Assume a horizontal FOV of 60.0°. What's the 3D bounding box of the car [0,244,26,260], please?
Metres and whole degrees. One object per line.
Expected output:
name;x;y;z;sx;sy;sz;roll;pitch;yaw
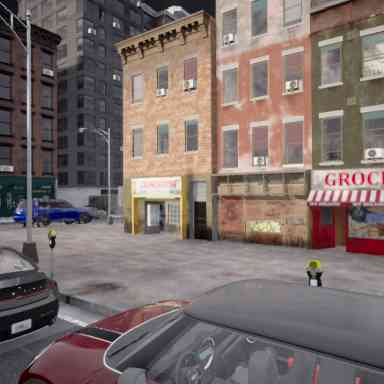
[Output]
car;-4.044;1.552;5.695;4.403;1.369;2.008;0;0;35

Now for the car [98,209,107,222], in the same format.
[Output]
car;-9.839;2.055;30.384;1.994;1.385;4.181;-1;-2;36

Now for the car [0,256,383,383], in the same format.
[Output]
car;0.440;1.440;2.504;4.097;1.590;1.967;0;0;35

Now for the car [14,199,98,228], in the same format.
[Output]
car;-10.198;1.573;24.834;2.150;2.045;5.566;-1;-2;36
